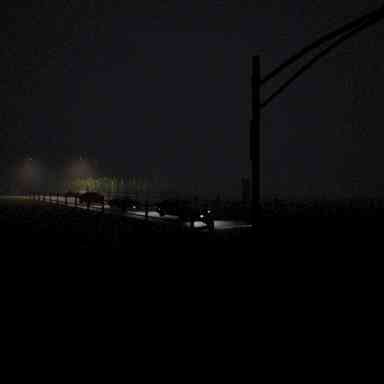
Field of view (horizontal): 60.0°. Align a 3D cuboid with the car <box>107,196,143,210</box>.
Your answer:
[{"bbox_3d":[-6.586,1.052,32.610,1.895,1.301,4.718,0,1,-35],"label":"car"}]

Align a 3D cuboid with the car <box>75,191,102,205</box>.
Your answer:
[{"bbox_3d":[-12.444,0.744,41.067,1.882,1.535,5.008,0,1,-35],"label":"car"}]

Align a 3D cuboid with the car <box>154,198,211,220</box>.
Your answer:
[{"bbox_3d":[-0.854,1.180,24.355,2.033,1.411,5.357,0,1,-35],"label":"car"}]

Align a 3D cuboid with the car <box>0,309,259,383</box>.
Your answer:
[{"bbox_3d":[-1.943,1.548,1.665,5.357,1.411,2.033,0,0,-35],"label":"car"}]

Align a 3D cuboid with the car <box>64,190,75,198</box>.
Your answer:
[{"bbox_3d":[-22.508,0.356,62.019,1.882,1.535,5.008,0,1,-35],"label":"car"}]
